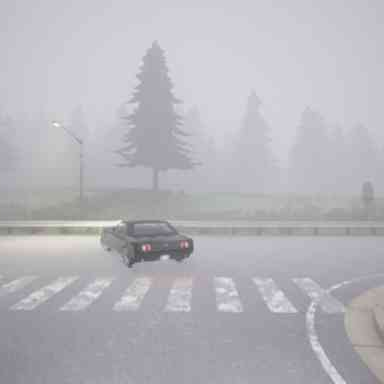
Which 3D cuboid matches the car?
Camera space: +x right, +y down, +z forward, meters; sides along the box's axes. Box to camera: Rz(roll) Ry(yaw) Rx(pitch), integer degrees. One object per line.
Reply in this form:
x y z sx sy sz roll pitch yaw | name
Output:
-1.802 1.612 11.635 1.895 1.301 4.718 0 0 -27 | car
